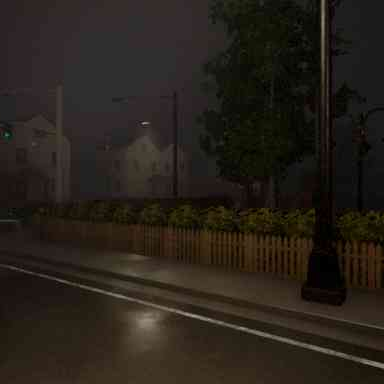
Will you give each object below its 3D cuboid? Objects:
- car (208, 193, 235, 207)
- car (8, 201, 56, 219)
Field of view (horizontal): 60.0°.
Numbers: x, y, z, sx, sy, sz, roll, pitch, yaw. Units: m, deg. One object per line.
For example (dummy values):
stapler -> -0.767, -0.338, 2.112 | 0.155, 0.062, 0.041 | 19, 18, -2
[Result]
car -> 4.287, 1.221, 48.813 | 2.150, 2.045, 5.566 | 0, 0, 35
car -> -13.672, 1.526, 29.430 | 1.812, 1.442, 4.674 | 0, 0, 35
